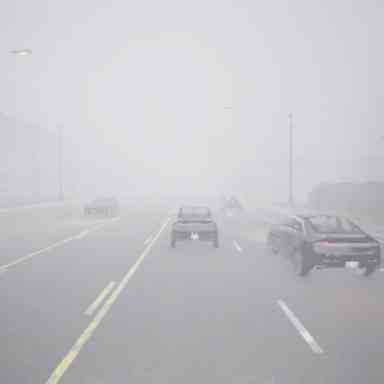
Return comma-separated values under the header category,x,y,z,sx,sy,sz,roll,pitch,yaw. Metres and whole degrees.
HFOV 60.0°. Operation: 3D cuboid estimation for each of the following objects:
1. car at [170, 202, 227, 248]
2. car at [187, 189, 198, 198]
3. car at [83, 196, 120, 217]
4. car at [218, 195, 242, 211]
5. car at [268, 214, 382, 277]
category,x,y,z,sx,sy,sz,roll,pitch,yaw
car,0.099,1.332,14.087,2.128,1.511,4.902,0,1,0
car,0.094,0.250,59.531,1.812,1.442,4.674,0,1,0
car,-7.027,1.061,26.338,1.882,1.535,5.008,0,1,1
car,3.599,0.989,31.848,2.033,1.411,5.357,0,1,0
car,3.599,1.393,9.898,2.128,1.511,4.902,0,1,0
